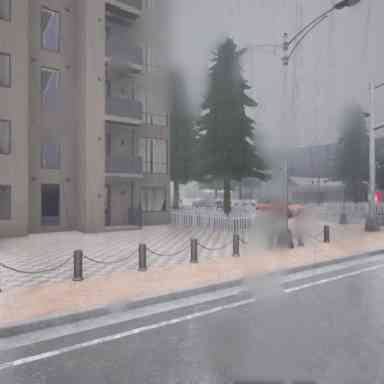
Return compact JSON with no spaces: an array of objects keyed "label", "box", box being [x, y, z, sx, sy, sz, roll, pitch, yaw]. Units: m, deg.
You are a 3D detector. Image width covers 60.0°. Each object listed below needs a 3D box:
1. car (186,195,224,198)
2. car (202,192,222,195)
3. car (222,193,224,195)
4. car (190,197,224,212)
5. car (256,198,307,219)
[{"label":"car","box":[1.750,1.492,43.784,1.882,1.535,5.008,0,0,-37]},{"label":"car","box":[5.368,1.110,92.674,1.932,1.855,4.605,0,0,-37]},{"label":"car","box":[7.454,1.089,94.738,1.905,1.878,3.866,0,0,-37]},{"label":"car","box":[1.823,1.578,37.593,1.994,1.385,4.181,0,0,-37]},{"label":"car","box":[7.869,1.366,29.606,2.097,1.767,4.553,0,0,-37]}]
